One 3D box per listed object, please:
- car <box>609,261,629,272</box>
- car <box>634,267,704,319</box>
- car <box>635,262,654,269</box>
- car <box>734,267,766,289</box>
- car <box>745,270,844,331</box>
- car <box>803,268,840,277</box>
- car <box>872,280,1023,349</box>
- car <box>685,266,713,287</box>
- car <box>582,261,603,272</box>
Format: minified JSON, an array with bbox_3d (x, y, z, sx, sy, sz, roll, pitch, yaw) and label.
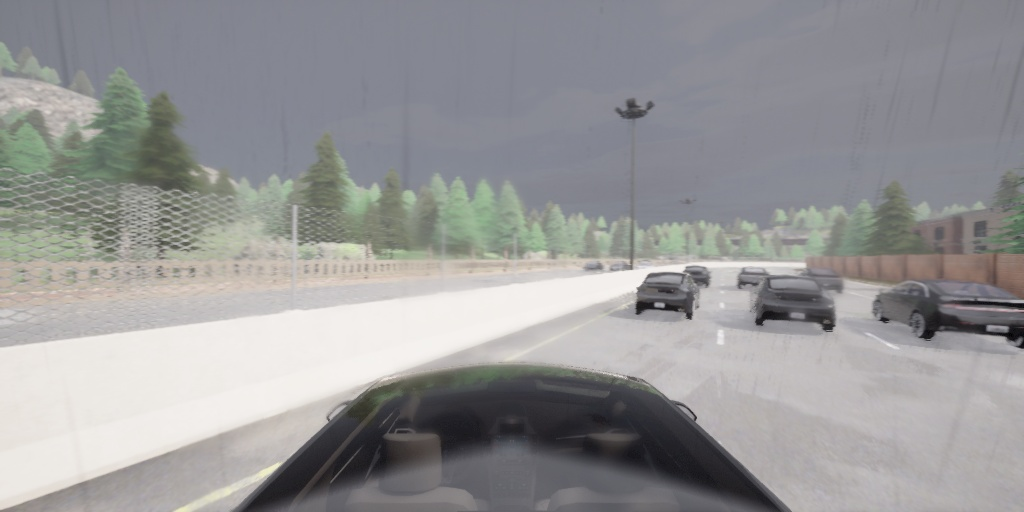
[{"bbox_3d":[14.900,1.470,49.737,2.128,1.511,4.902,1,0,31],"label":"car"},{"bbox_3d":[5.952,1.345,13.548,1.837,1.490,4.892,1,0,31],"label":"car"},{"bbox_3d":[17.619,1.543,47.465,1.812,1.442,4.674,1,0,31],"label":"car"},{"bbox_3d":[16.736,1.495,24.971,2.128,1.511,4.902,1,0,31],"label":"car"},{"bbox_3d":[8.967,1.390,11.771,1.837,1.490,4.892,1,0,31],"label":"car"},{"bbox_3d":[19.756,1.540,23.203,2.128,1.511,4.902,1,0,31],"label":"car"},{"bbox_3d":[12.006,1.422,10.033,2.128,1.511,4.902,1,0,31],"label":"car"},{"bbox_3d":[13.764,1.465,26.823,1.837,1.490,4.892,1,0,31],"label":"car"},{"bbox_3d":[11.595,1.453,51.020,1.812,1.442,4.674,1,0,31],"label":"car"}]
